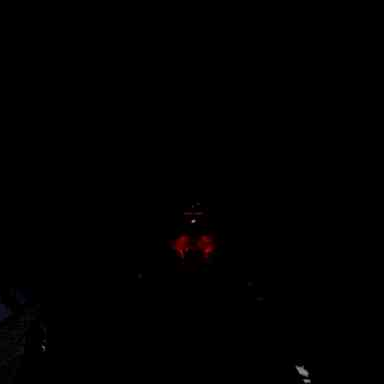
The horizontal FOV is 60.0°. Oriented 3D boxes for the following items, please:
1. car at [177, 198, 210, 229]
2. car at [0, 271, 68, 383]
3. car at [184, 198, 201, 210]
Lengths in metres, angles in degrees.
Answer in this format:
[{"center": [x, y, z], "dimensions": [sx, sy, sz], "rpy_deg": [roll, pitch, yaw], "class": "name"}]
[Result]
[{"center": [0.083, 1.369, 20.487], "dimensions": [2.128, 1.511, 4.902], "rpy_deg": [0, 1, 0], "class": "car"}, {"center": [-2.754, 1.530, 2.675], "dimensions": [2.033, 1.411, 5.357], "rpy_deg": [0, 0, 0], "class": "car"}, {"center": [0.068, 1.370, 40.262], "dimensions": [1.895, 1.301, 4.718], "rpy_deg": [0, 0, 0], "class": "car"}]
